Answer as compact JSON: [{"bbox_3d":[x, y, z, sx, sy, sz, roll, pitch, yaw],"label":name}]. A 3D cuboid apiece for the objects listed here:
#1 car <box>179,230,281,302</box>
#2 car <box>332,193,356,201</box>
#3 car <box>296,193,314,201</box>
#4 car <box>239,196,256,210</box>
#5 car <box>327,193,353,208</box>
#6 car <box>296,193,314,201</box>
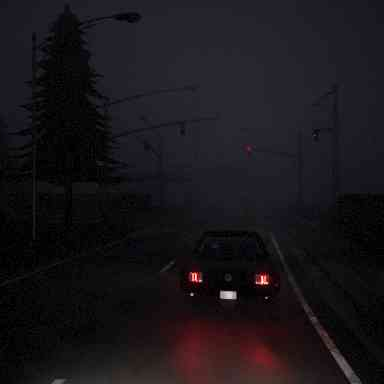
[{"bbox_3d":[0.979,1.601,8.289,1.895,1.301,4.718,0,0,8],"label":"car"},{"bbox_3d":[34.415,1.097,75.350,4.605,1.855,1.932,0,0,10],"label":"car"},{"bbox_3d":[27.233,1.077,79.946,3.866,1.878,1.905,0,0,10],"label":"car"},{"bbox_3d":[7.177,1.352,43.231,2.097,1.767,4.553,0,0,10],"label":"car"},{"bbox_3d":[20.189,1.330,43.026,5.027,1.636,2.152,0,0,10],"label":"car"},{"bbox_3d":[26.057,1.361,76.777,3.806,1.475,1.970,0,0,10],"label":"car"}]
